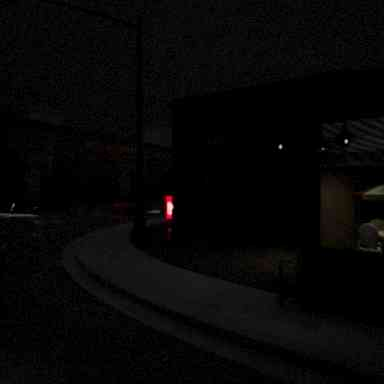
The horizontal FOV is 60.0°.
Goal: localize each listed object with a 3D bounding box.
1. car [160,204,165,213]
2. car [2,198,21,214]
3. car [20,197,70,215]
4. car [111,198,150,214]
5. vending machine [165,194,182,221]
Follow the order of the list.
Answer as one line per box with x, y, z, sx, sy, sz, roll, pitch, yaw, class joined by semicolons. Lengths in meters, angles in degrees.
-1.707;1.637;37.019;1.994;1.385;4.181;0;0;33;car
-18.495;1.412;37.004;2.097;1.767;4.553;0;0;30;car
-15.323;1.585;35.545;1.812;1.442;4.674;0;0;30;car
-6.549;1.419;36.022;2.097;1.767;4.553;0;0;33;car
-1.510;1.248;26.849;1.100;2.100;0.880;0;0;33;vending machine
